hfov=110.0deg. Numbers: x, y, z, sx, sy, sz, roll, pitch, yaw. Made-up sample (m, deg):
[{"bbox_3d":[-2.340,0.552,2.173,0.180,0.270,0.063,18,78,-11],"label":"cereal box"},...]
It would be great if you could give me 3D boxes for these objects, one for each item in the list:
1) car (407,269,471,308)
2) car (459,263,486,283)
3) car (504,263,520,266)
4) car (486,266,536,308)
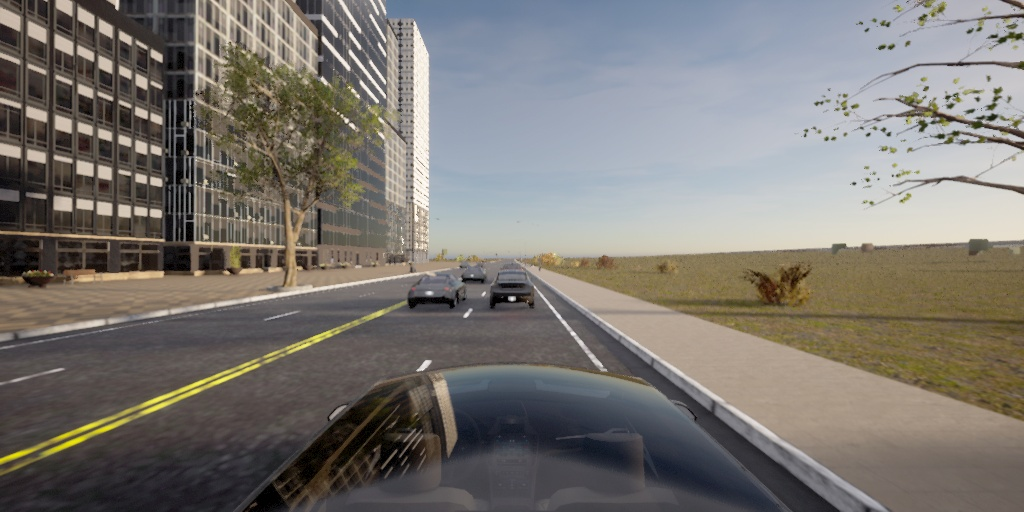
[{"bbox_3d":[-3.239,1.449,16.119,1.994,1.385,4.181,0,-1,0],"label":"car"},{"bbox_3d":[-3.232,1.591,31.160,1.994,1.385,4.181,0,0,0],"label":"car"},{"bbox_3d":[0.018,1.375,30.915,2.097,1.767,4.553,0,-1,0],"label":"car"},{"bbox_3d":[0.012,1.393,16.136,1.837,1.490,4.892,0,0,0],"label":"car"}]
